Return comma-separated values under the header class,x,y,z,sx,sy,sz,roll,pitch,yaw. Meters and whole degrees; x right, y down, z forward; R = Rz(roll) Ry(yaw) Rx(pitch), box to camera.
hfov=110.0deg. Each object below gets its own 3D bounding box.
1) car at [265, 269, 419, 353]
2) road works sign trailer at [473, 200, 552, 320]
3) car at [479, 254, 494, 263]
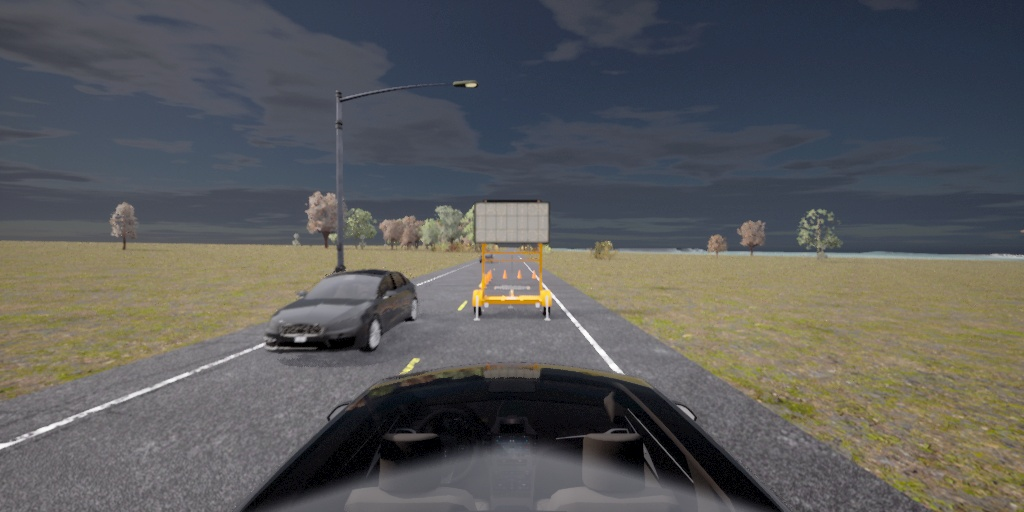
class,x,y,z,sx,sy,sz,roll,pitch,yaw
car,-3.596,1.111,8.519,1.837,1.490,4.892,0,1,0
road works sign trailer,0.003,0.006,11.564,2.380,3.560,2.880,0,0,0
car,-3.560,0.269,50.458,2.033,1.411,5.357,0,1,0
